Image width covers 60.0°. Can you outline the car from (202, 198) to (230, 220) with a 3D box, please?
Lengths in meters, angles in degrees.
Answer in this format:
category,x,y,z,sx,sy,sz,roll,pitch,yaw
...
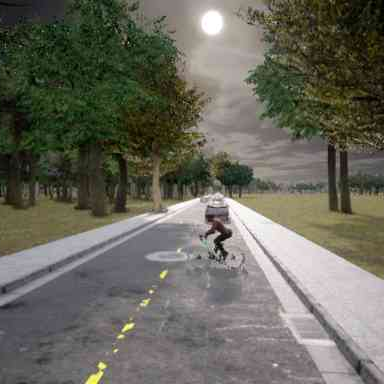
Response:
category,x,y,z,sx,sy,sz,roll,pitch,yaw
car,2.141,1.490,27.712,2.128,1.511,4.902,0,0,4

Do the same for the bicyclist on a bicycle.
category,x,y,z,sx,sy,sz,roll,pitch,yaw
bicyclist on a bicycle,0.690,1.431,9.585,1.656,1.620,0.582,0,0,4

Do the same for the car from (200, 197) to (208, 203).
category,x,y,z,sx,sy,sz,roll,pitch,yaw
car,2.621,1.627,70.838,1.895,1.301,4.718,0,0,4
